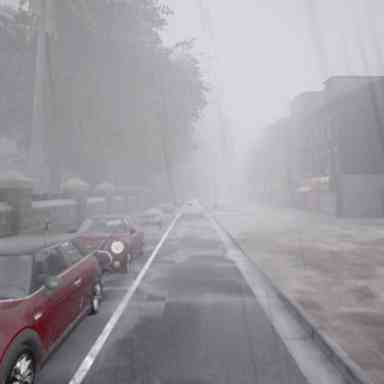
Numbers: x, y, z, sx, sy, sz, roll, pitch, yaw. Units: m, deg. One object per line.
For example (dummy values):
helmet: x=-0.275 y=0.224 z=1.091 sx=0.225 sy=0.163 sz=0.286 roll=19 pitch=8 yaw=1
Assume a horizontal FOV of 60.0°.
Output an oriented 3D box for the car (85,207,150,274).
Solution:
car: x=-2.636 y=1.436 z=10.267 sx=1.967 sy=1.590 sz=4.097 roll=0 pitch=0 yaw=0

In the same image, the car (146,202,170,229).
car: x=-2.633 y=1.582 z=21.645 sx=1.802 sy=1.307 sz=4.206 roll=0 pitch=0 yaw=0

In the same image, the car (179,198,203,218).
car: x=0.023 y=1.536 z=30.217 sx=1.812 sy=1.442 sz=4.674 roll=0 pitch=0 yaw=0

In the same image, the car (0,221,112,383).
car: x=-2.639 y=1.437 z=4.579 sx=1.967 sy=1.590 sz=4.097 roll=0 pitch=0 yaw=0

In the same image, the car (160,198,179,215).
car: x=-2.629 y=1.565 z=33.023 sx=2.008 sy=1.369 sz=4.403 roll=0 pitch=0 yaw=0

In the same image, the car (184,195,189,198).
car: x=0.079 y=1.568 z=45.901 sx=1.812 sy=1.442 sz=4.674 roll=0 pitch=0 yaw=0

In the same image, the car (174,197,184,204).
car: x=-2.617 y=1.675 z=67.154 sx=1.947 sy=1.339 sz=4.313 roll=-1 pitch=0 yaw=0

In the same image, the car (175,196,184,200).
car: x=-2.623 y=1.598 z=50.088 sx=1.887 sy=1.381 sz=4.507 roll=0 pitch=0 yaw=0
